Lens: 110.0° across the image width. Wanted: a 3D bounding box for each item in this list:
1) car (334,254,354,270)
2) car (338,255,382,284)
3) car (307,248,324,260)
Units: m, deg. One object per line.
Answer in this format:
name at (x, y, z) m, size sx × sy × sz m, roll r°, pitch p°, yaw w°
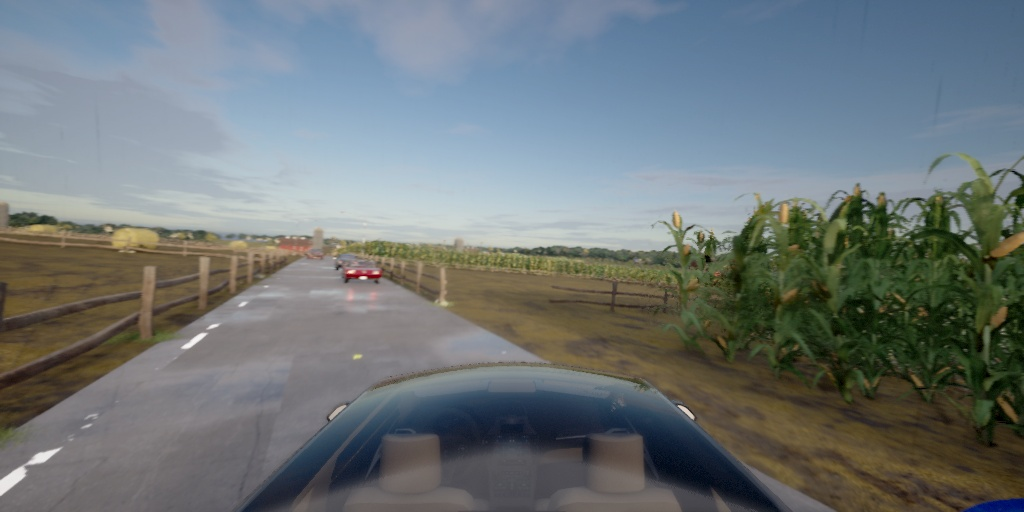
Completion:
car at (-14.587, 0.511, 31.710) m, size 2.033 × 1.411 × 5.357 m, roll 3°, pitch 0°, yaw -28°
car at (-8.982, 0.845, 21.246) m, size 1.895 × 1.301 × 4.718 m, roll 3°, pitch 0°, yaw -28°
car at (-29.815, -0.366, 54.413) m, size 2.097 × 1.767 × 4.553 m, roll 3°, pitch -1°, yaw -28°
